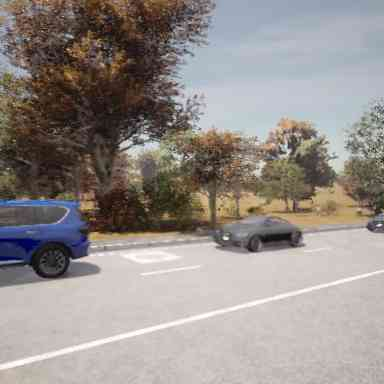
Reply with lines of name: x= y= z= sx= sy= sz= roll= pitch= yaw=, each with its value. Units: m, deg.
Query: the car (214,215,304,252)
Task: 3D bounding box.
car: x=3.017 y=1.742 z=14.719 sx=4.181 sy=1.385 sz=1.994 roll=1 pitch=-1 yaw=-35

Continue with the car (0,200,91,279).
car: x=-5.494 y=1.234 z=8.660 sx=5.566 sy=2.045 sz=2.150 roll=1 pitch=-1 yaw=-36

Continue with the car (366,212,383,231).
car: x=13.441 y=1.959 z=22.102 sx=4.181 sy=1.385 sz=1.994 roll=1 pitch=-1 yaw=-35
